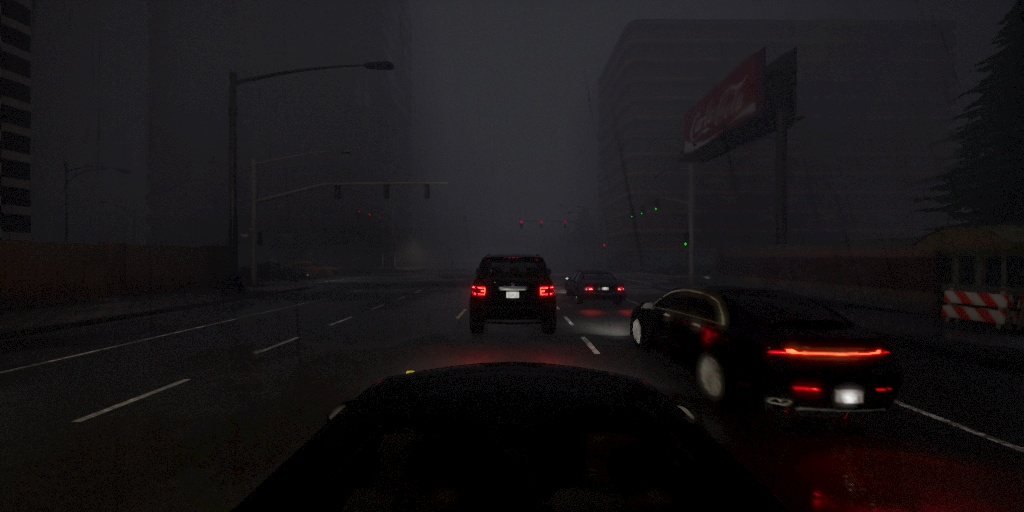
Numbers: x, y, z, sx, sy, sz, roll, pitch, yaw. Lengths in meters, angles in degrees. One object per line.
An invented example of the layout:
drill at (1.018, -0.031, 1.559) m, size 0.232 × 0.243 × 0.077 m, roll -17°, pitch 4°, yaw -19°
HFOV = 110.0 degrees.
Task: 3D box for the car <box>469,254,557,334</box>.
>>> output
car at (0.042, 0.971, 10.770) m, size 2.150 × 2.045 × 5.566 m, roll 0°, pitch 0°, yaw 1°

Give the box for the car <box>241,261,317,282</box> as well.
car at (-18.608, 1.242, 28.328) m, size 4.902 × 1.511 × 2.128 m, roll 0°, pitch 0°, yaw 0°

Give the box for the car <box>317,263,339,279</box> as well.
car at (-18.083, 1.228, 31.948) m, size 5.008 × 1.535 × 1.882 m, roll 0°, pitch 0°, yaw -2°

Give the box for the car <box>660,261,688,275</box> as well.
car at (18.628, 1.276, 39.236) m, size 4.674 × 1.442 × 1.812 m, roll 0°, pitch 0°, yaw 0°

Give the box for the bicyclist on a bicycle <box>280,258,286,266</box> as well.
bicyclist on a bicycle at (-28.012, 1.051, 43.759) m, size 0.582 × 1.620 × 1.656 m, roll 0°, pitch 0°, yaw 0°

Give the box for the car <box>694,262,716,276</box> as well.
car at (21.305, 1.228, 35.751) m, size 5.008 × 1.535 × 1.882 m, roll -1°, pitch 0°, yaw 0°

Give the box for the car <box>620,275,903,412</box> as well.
car at (3.600, 1.255, 6.245) m, size 1.837 × 1.490 × 4.892 m, roll 0°, pitch 0°, yaw 0°

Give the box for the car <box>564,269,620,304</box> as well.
car at (3.588, 1.297, 16.222) m, size 2.033 × 1.411 × 5.357 m, roll 0°, pitch 0°, yaw 0°

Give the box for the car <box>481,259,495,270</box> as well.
car at (-3.563, 1.276, 54.960) m, size 1.812 × 1.442 × 4.674 m, roll 0°, pitch 0°, yaw 0°
